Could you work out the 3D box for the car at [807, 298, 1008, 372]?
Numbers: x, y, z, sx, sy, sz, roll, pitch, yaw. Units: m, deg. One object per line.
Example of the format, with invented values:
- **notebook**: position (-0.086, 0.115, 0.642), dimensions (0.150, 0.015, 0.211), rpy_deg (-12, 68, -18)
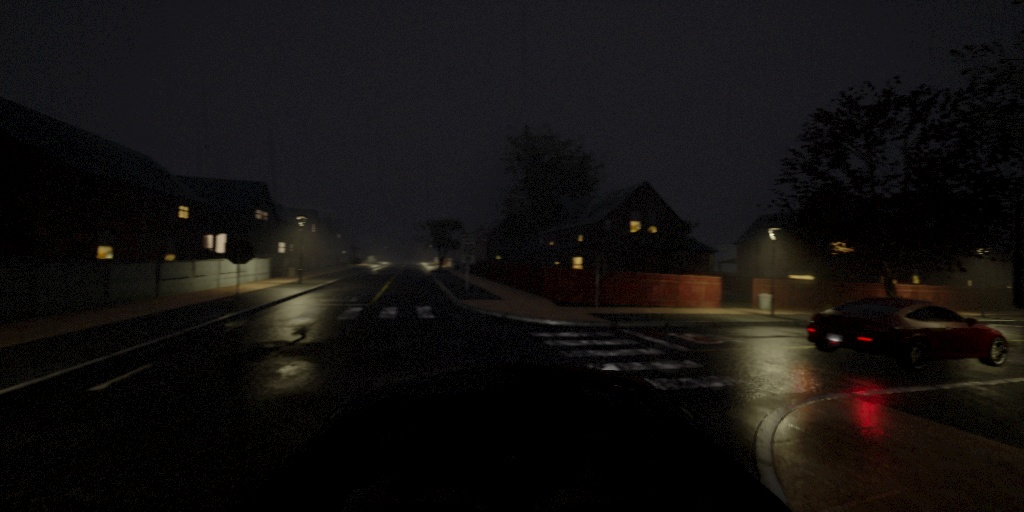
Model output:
- **car**: position (9.385, 1.754, 8.614), dimensions (4.674, 1.442, 1.812), rpy_deg (3, -2, -16)
